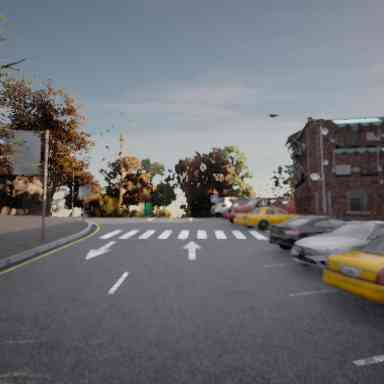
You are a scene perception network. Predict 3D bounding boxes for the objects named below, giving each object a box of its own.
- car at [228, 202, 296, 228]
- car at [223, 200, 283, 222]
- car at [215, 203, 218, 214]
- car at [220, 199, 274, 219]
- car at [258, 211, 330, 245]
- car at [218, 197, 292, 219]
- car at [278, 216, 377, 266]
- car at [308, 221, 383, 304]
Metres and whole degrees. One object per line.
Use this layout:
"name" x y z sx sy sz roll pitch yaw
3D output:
"car" 5.471 1.671 22.412 5.366 1.575 1.946 1 -1 -20
"car" 5.212 1.595 28.412 4.553 1.767 2.185 1 -1 -21
"car" 5.128 1.675 34.388 5.566 2.045 2.435 3 -6 -20
"car" 5.223 1.658 31.436 4.553 1.767 2.185 2 -3 -21
"car" 5.315 1.637 13.292 4.674 1.452 2.002 1 -1 -20
"car" 5.253 1.445 25.363 5.566 2.045 2.435 1 0 -21
"car" 5.319 1.612 10.263 4.674 1.452 2.002 1 0 -20
"car" 5.477 1.547 7.303 5.366 1.575 1.946 1 -1 -20
